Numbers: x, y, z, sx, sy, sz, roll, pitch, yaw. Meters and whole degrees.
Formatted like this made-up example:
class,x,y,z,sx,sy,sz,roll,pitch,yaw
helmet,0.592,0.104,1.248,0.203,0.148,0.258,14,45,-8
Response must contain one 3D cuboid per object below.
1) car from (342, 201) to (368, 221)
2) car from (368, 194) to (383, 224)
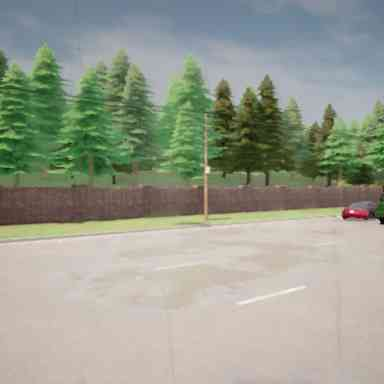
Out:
class,x,y,z,sx,sy,sz,roll,pitch,yaw
car,13.241,1.391,25.176,4.181,1.385,1.994,0,0,-34
car,14.177,1.059,21.593,5.566,2.045,2.150,0,0,-34
